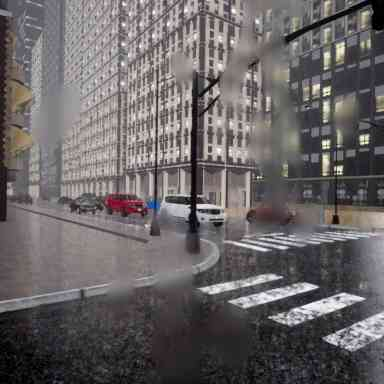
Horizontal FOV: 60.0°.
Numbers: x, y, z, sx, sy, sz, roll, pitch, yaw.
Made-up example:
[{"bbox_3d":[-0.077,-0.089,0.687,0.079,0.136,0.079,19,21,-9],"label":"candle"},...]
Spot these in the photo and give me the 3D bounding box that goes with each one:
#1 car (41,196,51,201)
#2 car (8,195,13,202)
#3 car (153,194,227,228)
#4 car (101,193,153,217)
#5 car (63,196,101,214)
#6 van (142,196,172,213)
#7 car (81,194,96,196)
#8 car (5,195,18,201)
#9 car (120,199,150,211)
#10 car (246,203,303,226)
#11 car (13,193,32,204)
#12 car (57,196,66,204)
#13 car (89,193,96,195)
[{"bbox_3d":[-36.737,1.570,83.824,1.802,1.307,4.206,1,-1,-35],"label":"car"},{"bbox_3d":[-37.027,1.396,69.763,1.947,1.339,4.313,1,-1,-35],"label":"car"},{"bbox_3d":[-0.095,1.170,22.241,2.150,2.045,5.566,1,-1,-35],"label":"car"},{"bbox_3d":[-6.069,1.155,30.649,2.150,2.045,5.566,1,-1,-35],"label":"car"},{"bbox_3d":[-10.862,1.427,32.920,2.008,1.369,4.403,1,-1,-35],"label":"car"},{"bbox_3d":[-4.027,1.382,37.773,1.690,1.788,3.998,1,-1,-35],"label":"van"},{"bbox_3d":[-17.081,1.445,51.676,1.882,1.535,5.008,1,-1,-35],"label":"car"},{"bbox_3d":[-40.297,1.377,74.368,2.008,1.369,4.403,1,-1,-35],"label":"car"},{"bbox_3d":[-7.301,1.584,42.376,2.008,1.369,4.403,1,-1,-35],"label":"car"},{"bbox_3d":[5.784,1.505,23.956,1.967,1.590,4.097,1,-1,-35],"label":"car"},{"bbox_3d":[-30.482,1.155,60.554,2.192,1.841,5.009,1,-1,-35],"label":"car"},{"bbox_3d":[-22.490,1.484,59.284,1.812,1.442,4.674,1,-1,-35],"label":"car"},{"bbox_3d":[-14.411,1.380,53.124,2.097,1.767,4.553,1,-1,-35],"label":"car"}]
